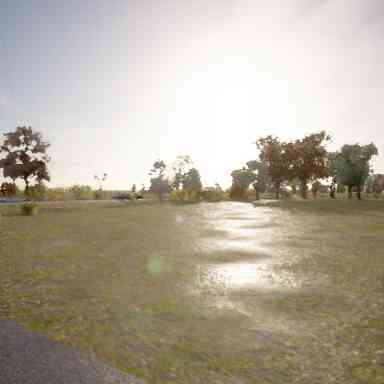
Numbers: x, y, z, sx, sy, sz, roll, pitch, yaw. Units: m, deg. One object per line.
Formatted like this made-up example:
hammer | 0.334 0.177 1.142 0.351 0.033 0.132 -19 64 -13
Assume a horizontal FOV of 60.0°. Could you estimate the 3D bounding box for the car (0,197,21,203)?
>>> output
car | -40.857 1.716 74.013 1.895 1.301 4.718 0 0 34
